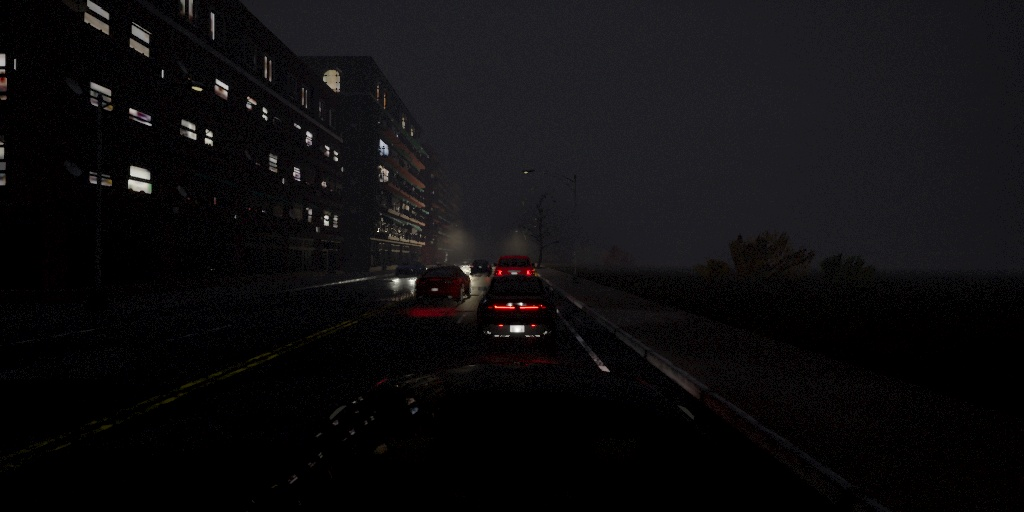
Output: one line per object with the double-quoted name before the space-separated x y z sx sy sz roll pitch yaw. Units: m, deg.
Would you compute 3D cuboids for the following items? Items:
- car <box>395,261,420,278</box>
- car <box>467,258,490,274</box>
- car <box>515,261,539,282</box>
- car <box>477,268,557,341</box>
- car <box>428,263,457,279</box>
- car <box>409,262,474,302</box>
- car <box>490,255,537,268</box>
"car" -9.818 1.231 34.808 1.882 1.535 5.008 0 0 0
"car" -3.119 1.104 37.404 2.097 1.767 4.553 0 0 0
"car" 1.166 1.209 30.585 1.801 1.575 5.366 0 0 0
"car" 0.110 1.256 9.831 1.837 1.490 4.892 0 0 0
"car" -6.568 1.354 34.267 1.895 1.301 4.718 0 0 0
"car" -3.134 1.230 17.059 1.882 1.535 5.008 0 0 0
"car" 0.118 0.974 20.178 2.150 2.045 5.566 0 0 0
